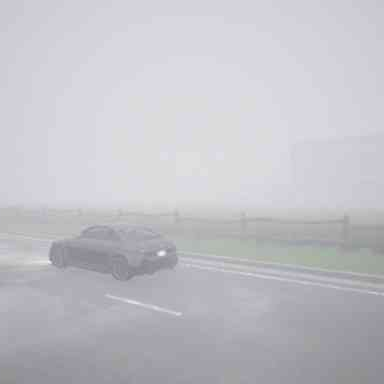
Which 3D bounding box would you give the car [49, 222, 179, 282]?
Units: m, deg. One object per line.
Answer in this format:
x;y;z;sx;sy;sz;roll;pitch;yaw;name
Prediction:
-2.439;1.620;10.030;4.181;1.385;1.994;0;0;36;car
